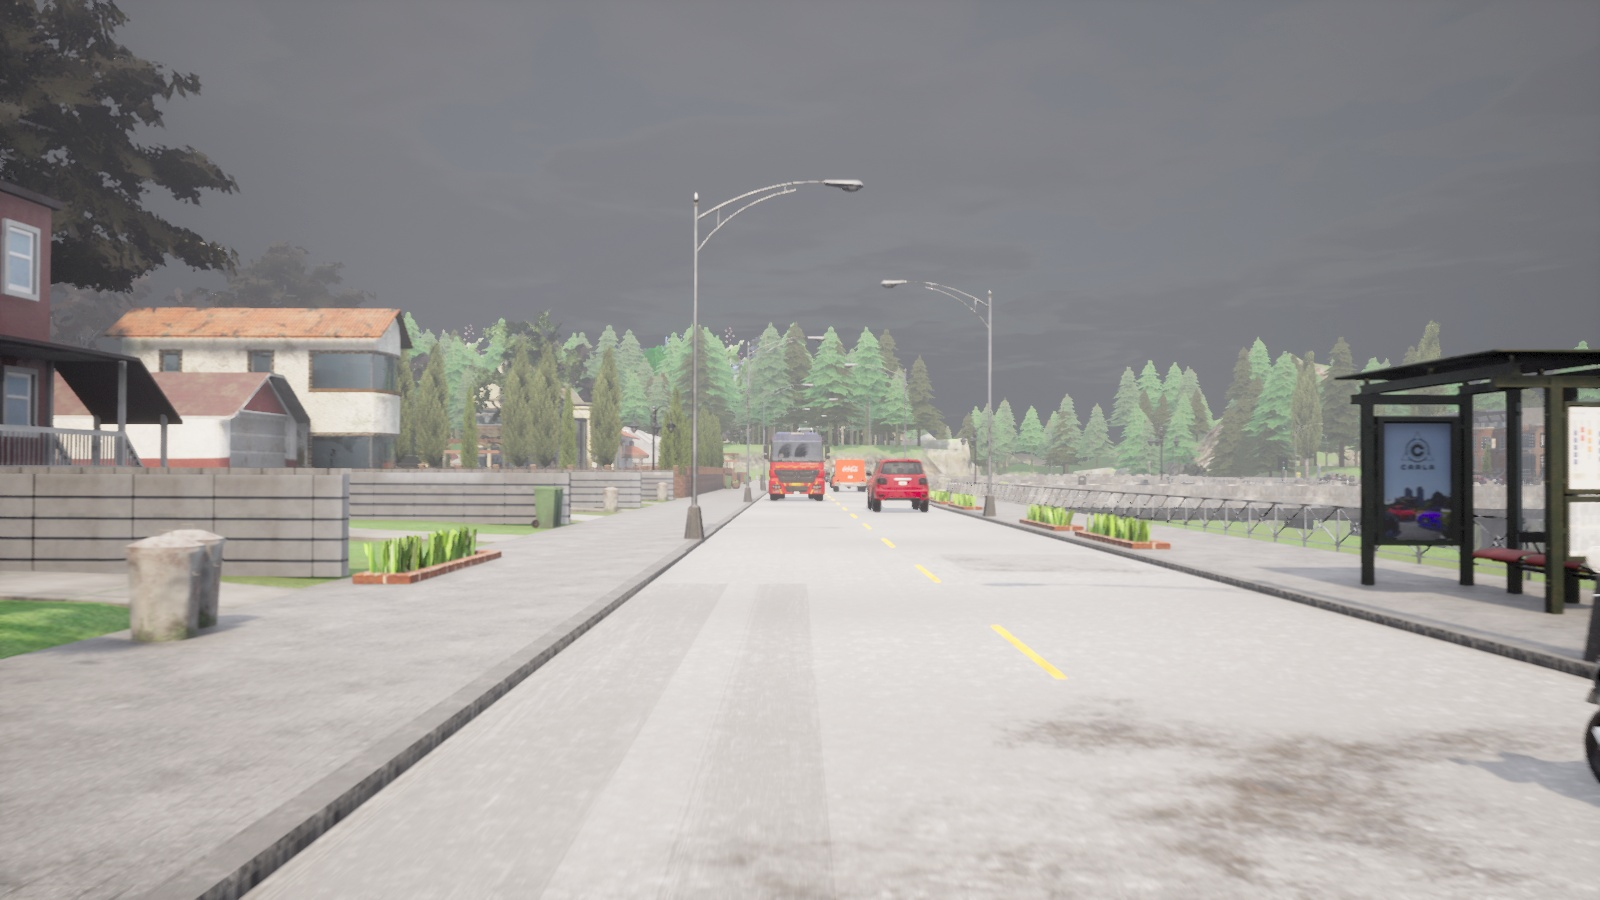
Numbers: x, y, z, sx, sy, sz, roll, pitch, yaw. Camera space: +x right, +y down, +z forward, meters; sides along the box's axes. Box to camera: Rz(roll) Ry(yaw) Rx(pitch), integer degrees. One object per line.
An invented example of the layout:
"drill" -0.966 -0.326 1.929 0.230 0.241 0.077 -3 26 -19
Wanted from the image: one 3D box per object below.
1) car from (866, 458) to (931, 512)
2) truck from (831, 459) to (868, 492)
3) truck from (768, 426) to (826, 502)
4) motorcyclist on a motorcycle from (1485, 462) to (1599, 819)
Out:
"car" 3.881 1.359 50.243 2.150 2.045 5.566 0 -1 0
"truck" 3.770 1.933 96.778 2.627 2.467 5.204 0 -1 0
"truck" -0.164 0.783 67.619 2.891 3.827 8.468 0 -1 0
"motorcyclist on a motorcycle" 3.987 0.846 5.580 0.866 1.590 1.817 0 -1 0
